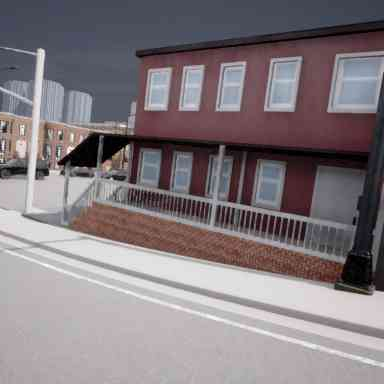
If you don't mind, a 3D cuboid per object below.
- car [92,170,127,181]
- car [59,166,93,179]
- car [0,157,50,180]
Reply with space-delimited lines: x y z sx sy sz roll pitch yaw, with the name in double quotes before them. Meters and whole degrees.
"car" -9.739 -2.040 42.364 1.837 1.490 4.892 10 6 35
"car" -14.421 -2.501 41.803 1.994 1.385 4.181 11 6 36
"car" -16.792 -2.326 32.504 2.150 2.045 5.566 10 6 36
